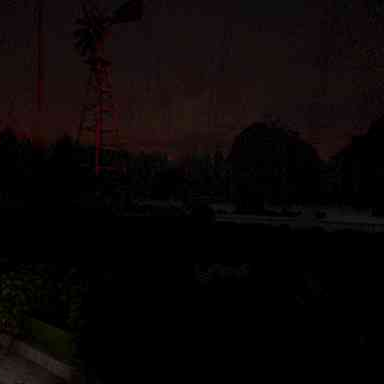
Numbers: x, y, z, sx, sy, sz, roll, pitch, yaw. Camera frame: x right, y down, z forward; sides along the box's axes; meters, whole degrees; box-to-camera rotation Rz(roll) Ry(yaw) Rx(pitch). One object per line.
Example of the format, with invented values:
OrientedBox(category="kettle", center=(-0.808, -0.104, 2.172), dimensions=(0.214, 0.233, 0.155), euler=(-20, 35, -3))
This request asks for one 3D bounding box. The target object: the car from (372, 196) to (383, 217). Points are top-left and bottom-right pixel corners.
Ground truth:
OrientedBox(category="car", center=(17.881, 1.307, 30.609), dimensions=(1.905, 1.878, 3.866), euler=(0, 0, 35))

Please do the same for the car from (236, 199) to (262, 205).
OrientedBox(category="car", center=(6.527, 1.476, 37.901), dimensions=(1.816, 1.474, 4.193), euler=(0, 0, 35))

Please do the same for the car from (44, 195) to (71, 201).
OrientedBox(category="car", center=(-19.562, 1.275, 48.402), dimensions=(2.097, 1.767, 4.553), euler=(0, 0, 38))

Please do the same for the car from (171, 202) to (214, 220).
OrientedBox(category="car", center=(0.101, 1.494, 26.692), dimensions=(1.784, 1.438, 3.905), euler=(0, 0, 35))
